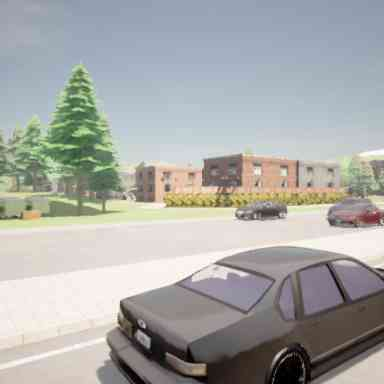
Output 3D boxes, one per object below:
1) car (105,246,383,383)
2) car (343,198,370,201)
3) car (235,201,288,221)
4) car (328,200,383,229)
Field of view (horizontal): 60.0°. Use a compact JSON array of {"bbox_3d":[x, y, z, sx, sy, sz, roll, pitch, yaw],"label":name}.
[{"bbox_3d":[1.549,1.539,4.849,5.357,1.411,2.033,0,0,-35],"label":"car"},{"bbox_3d":[13.297,1.294,27.531,4.553,1.767,2.097,0,0,-35],"label":"car"},{"bbox_3d":[5.545,1.449,26.351,4.902,1.511,2.128,0,0,-35],"label":"car"},{"bbox_3d":[10.739,1.480,21.449,4.674,1.442,1.812,0,0,-35],"label":"car"}]
